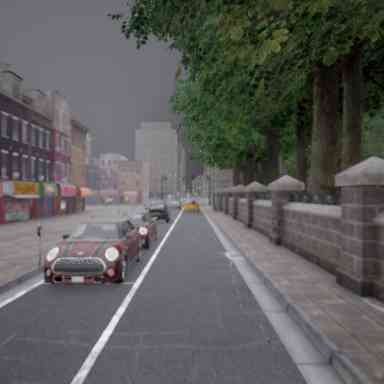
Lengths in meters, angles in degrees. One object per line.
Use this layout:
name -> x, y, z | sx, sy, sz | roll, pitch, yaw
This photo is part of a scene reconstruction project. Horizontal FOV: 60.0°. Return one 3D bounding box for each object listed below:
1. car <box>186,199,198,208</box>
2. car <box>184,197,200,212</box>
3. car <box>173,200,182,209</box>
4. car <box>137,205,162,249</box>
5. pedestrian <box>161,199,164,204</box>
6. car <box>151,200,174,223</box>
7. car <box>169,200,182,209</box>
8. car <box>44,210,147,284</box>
car -> 0.001, 2.026, 59.675 | 2.033, 1.411, 5.357 | 0, -1, 0
car -> 0.021, 1.827, 43.786 | 1.882, 1.535, 5.008 | 0, -1, 1
car -> -2.640, 1.987, 51.587 | 1.802, 1.307, 4.206 | 0, 0, 0
car -> -2.648, 1.558, 14.969 | 1.967, 1.590, 4.097 | 0, 0, 0
pedestrian -> -2.751, 1.536, 30.836 | 0.375, 1.860, 0.375 | 0, 0, 0
car -> -2.751, 1.725, 27.888 | 1.837, 1.490, 4.892 | 0, 0, 0
car -> -2.640, 1.999, 55.250 | 1.947, 1.339, 4.313 | 0, 0, 0
car -> -2.649, 1.517, 9.698 | 1.967, 1.590, 4.097 | 0, 0, 0
